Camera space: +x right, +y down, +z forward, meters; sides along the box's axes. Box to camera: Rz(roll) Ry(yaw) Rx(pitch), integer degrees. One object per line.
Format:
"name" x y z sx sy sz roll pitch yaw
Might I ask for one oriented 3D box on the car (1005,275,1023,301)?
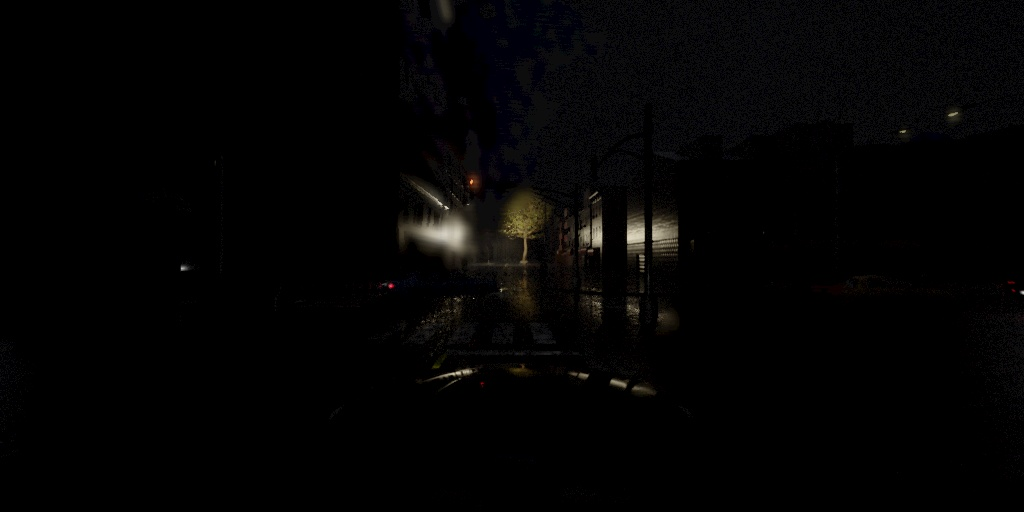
"car" 25.544 1.420 16.206 4.892 1.490 1.837 0 0 0

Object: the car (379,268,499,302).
"car" -3.310 1.282 16.759 5.357 1.411 2.033 0 0 -32

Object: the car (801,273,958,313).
"car" 13.903 1.344 13.670 4.829 1.417 1.751 0 0 0
